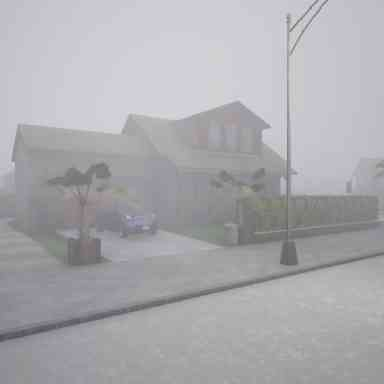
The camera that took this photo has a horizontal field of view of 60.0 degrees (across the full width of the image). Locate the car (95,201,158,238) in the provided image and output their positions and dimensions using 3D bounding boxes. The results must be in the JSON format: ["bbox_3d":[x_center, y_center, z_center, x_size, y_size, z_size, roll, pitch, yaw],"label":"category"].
[{"bbox_3d":[-3.041,1.174,15.278,1.845,1.501,3.633,0,0,-38],"label":"car"}]
